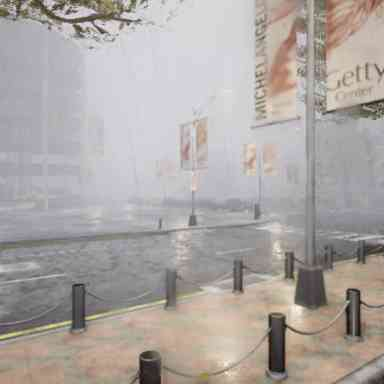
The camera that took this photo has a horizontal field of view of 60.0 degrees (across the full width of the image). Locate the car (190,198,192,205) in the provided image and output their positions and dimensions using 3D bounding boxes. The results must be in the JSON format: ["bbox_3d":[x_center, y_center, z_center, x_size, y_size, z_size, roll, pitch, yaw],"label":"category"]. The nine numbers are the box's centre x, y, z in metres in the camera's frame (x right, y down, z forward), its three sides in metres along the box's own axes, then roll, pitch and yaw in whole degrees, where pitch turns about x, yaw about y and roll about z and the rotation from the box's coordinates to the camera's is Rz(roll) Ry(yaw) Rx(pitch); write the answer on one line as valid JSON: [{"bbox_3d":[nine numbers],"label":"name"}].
[{"bbox_3d":[0.854,1.599,53.633,2.033,1.411,5.357,0,0,-36],"label":"car"}]

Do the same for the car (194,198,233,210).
[{"bbox_3d":[2.663,1.594,45.091,2.033,1.411,5.357,0,0,-35],"label":"car"}]

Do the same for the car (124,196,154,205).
[{"bbox_3d":[-9.640,1.550,60.608,4.892,1.490,1.837,0,0,42],"label":"car"}]

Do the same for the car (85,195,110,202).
[{"bbox_3d":[-21.829,1.471,75.382,5.008,1.535,1.882,0,0,12],"label":"car"}]

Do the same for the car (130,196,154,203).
[{"bbox_3d":[-11.273,1.582,74.939,4.902,1.511,2.128,0,0,26],"label":"car"}]

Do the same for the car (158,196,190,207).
[{"bbox_3d":[-2.943,1.524,52.847,1.882,1.535,5.008,0,0,-37],"label":"car"}]

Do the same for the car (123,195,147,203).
[{"bbox_3d":[-12.294,1.530,71.527,5.008,1.535,1.882,0,0,30],"label":"car"}]

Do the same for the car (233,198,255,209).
[{"bbox_3d":[6.508,1.557,45.694,1.837,1.490,4.892,0,0,-36],"label":"car"}]

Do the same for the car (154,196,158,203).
[{"bbox_3d":[-5.742,1.529,61.749,1.882,1.535,5.008,0,0,-44],"label":"car"}]

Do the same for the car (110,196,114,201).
[{"bbox_3d":[-20.869,1.488,78.748,4.892,1.490,1.837,0,0,12],"label":"car"}]
